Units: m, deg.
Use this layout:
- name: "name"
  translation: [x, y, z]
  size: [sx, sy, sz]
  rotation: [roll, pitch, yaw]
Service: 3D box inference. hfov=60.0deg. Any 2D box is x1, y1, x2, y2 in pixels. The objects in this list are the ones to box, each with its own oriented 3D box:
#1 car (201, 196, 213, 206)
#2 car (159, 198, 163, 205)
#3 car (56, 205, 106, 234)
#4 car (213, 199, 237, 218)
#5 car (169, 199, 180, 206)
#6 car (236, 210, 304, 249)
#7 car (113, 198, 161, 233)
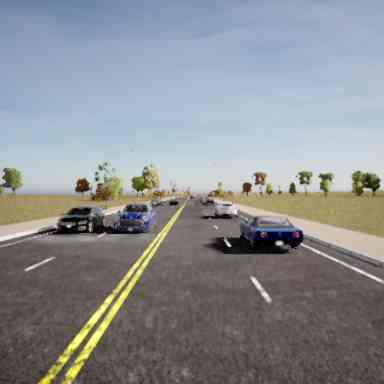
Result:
- name: "car"
  translation: [3.243, 1.815, 62.601]
  size: [2.128, 1.511, 4.902]
  rotation: [0, 0, 0]
- name: "car"
  translation: [-6.538, 1.813, 61.795]
  size: [2.128, 1.511, 4.902]
  rotation: [0, 0, 1]
- name: "car"
  translation: [-6.601, 1.614, 20.262]
  size: [1.837, 1.490, 4.892]
  rotation: [0, 0, 0]
- name: "car"
  translation: [3.345, 1.700, 32.780]
  size: [1.812, 1.442, 4.674]
  rotation: [0, 0, 0]
- name: "car"
  translation: [-3.283, 1.920, 61.782]
  size: [1.895, 1.301, 4.718]
  rotation: [0, 0, 1]
- name: "car"
  translation: [3.346, 1.682, 14.933]
  size: [1.895, 1.301, 4.718]
  rotation: [0, 0, 0]
- name: "car"
  translation: [-3.351, 1.462, 20.359]
  size: [2.097, 1.767, 4.553]
  rotation: [0, 0, 0]
